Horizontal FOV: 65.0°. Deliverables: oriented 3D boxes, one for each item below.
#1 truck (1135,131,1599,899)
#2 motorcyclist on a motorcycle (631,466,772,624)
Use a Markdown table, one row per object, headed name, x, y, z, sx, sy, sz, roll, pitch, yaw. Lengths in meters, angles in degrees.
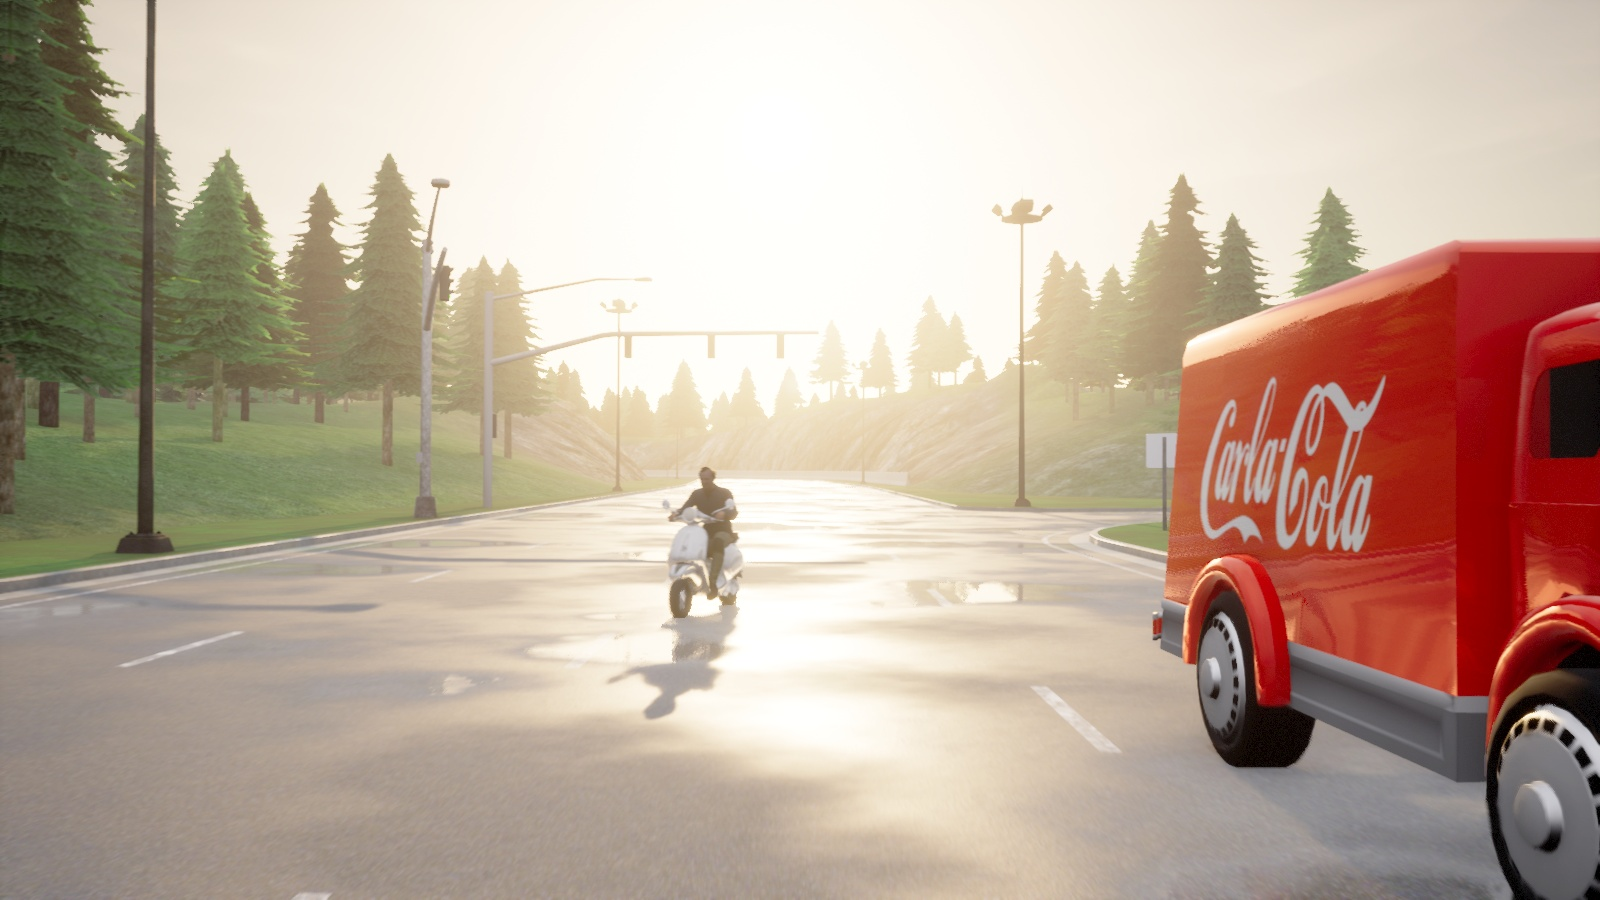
| name | x | y | z | sx | sy | sz | roll | pitch | yaw |
| --- | --- | --- | --- | --- | --- | --- | --- | --- | --- |
| truck | 3.485 | 0.395 | 5.478 | 2.627 | 2.467 | 5.204 | 0 | -1 | 0 |
| motorcyclist on a motorcycle | -1.041 | 0.979 | 13.718 | 0.866 | 1.590 | 1.817 | -1 | -1 | 19 |
